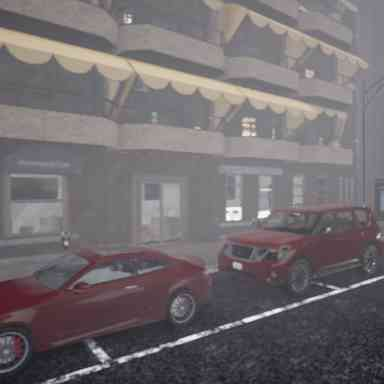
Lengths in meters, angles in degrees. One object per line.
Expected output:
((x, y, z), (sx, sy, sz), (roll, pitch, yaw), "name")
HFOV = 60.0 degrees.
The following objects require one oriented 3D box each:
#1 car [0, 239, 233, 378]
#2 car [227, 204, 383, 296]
((-1.555, 1.574, 5.452), (4.206, 1.307, 1.802), (0, 0, -35), "car")
((3.043, 1.283, 8.731), (5.009, 1.841, 2.192), (0, 0, -35), "car")
